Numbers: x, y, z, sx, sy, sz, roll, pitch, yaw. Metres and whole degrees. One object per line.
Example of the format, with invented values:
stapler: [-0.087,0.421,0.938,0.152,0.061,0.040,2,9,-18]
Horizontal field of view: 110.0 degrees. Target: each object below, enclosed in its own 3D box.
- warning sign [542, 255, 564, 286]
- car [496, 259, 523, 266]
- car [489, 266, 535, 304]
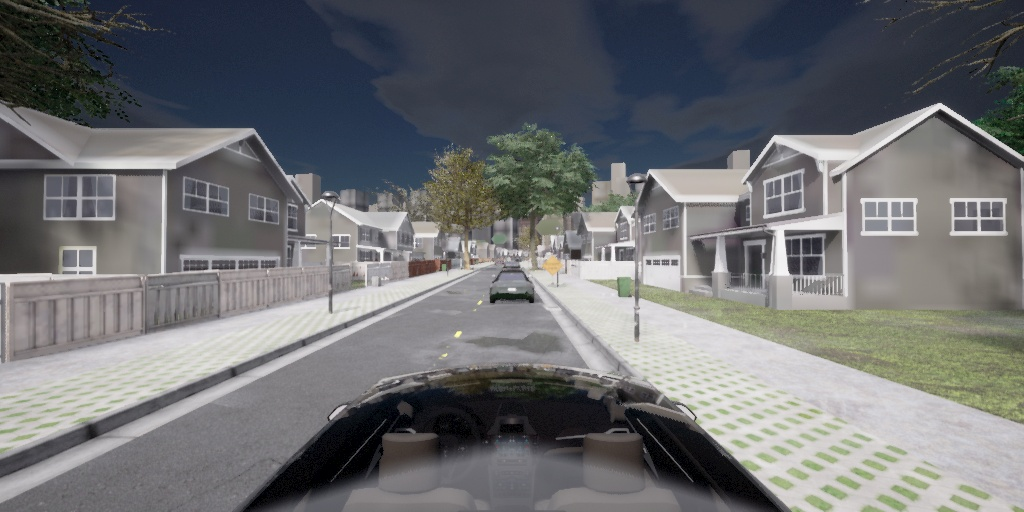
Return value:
warning sign: [2.518,0.871,22.048,1.300,1.860,1.060,0,0,0]
car: [0.001,1.256,31.503,2.128,1.511,4.902,0,0,0]
car: [0.001,1.327,16.501,1.994,1.385,4.181,0,0,0]
